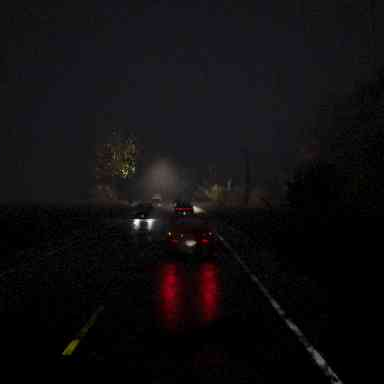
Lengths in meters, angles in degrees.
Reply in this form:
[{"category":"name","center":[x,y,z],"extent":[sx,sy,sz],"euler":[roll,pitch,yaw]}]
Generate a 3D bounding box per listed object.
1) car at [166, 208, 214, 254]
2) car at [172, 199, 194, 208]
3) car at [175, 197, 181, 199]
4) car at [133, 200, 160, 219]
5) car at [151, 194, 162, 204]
[{"category":"car","center":[-0.107,1.627,13.874],"extent":[1.812,1.442,4.674],"euler":[0,0,-1]},{"category":"car","center":[-0.827,1.720,32.763],"extent":[1.837,1.490,4.892],"euler":[0,0,-3]},{"category":"car","center":[-3.027,1.905,72.426],"extent":[1.812,1.442,4.674],"euler":[0,0,-7]},{"category":"car","center":[-4.477,1.762,31.986],"extent":[2.033,1.411,5.357],"euler":[0,0,-3]},{"category":"car","center":[-7.881,1.537,73.212],"extent":[2.150,2.045,5.566],"euler":[0,0,-7]}]
